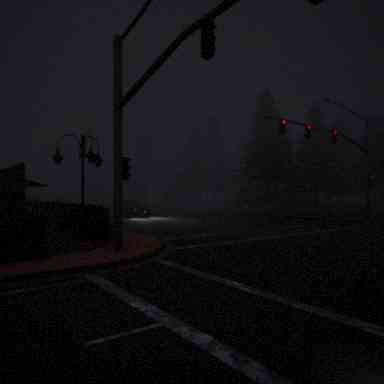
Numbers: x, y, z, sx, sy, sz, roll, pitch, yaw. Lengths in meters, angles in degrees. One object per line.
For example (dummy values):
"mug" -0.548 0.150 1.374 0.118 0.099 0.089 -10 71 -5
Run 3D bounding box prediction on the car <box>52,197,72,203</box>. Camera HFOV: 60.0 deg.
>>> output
"car" -19.173 1.467 49.053 1.882 1.535 5.008 0 0 -36

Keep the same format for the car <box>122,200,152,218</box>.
"car" -5.534 1.493 30.744 1.837 1.490 4.892 0 0 -37
